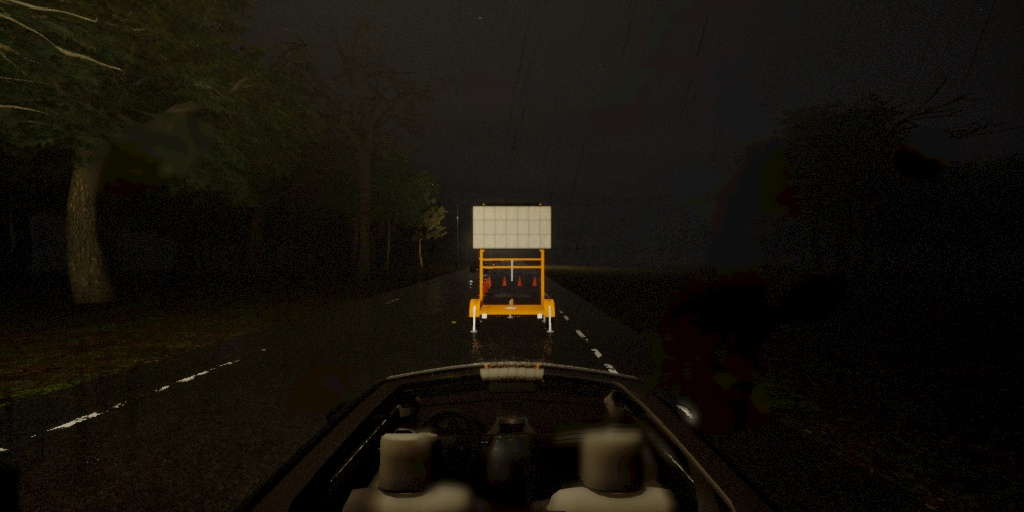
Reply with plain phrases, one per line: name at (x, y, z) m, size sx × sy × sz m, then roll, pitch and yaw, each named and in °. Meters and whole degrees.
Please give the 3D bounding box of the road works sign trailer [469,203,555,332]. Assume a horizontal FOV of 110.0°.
road works sign trailer at (0.002, 0.210, 10.804) m, size 2.380 × 3.560 × 2.880 m, roll 0°, pitch 0°, yaw 0°

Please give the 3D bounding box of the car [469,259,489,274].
car at (-3.593, 1.144, 39.407) m, size 1.837 × 1.490 × 4.892 m, roll 0°, pitch 0°, yaw 0°
